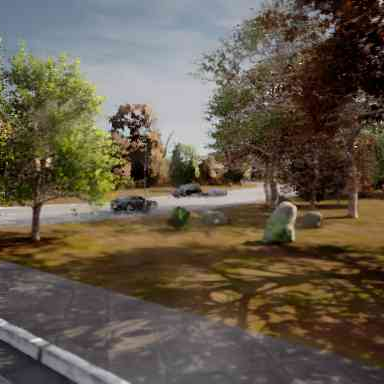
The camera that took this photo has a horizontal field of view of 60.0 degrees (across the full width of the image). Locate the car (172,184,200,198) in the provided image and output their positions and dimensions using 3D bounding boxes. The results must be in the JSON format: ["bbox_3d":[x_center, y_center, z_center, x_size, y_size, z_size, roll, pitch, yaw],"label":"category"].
[{"bbox_3d":[-0.747,-0.191,52.993,2.150,2.045,5.566,1,3,39],"label":"car"}]

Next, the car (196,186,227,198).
[{"bbox_3d":[3.541,0.061,52.717,2.033,1.411,5.357,1,3,39],"label":"car"}]

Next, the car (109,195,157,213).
[{"bbox_3d":[-5.269,1.021,30.516,1.837,1.490,4.892,1,2,39],"label":"car"}]
